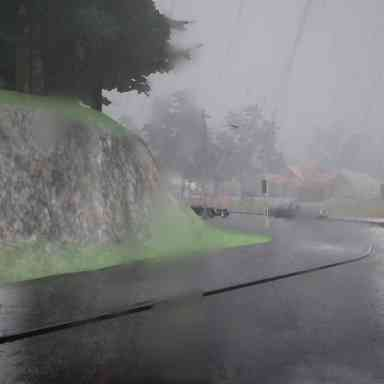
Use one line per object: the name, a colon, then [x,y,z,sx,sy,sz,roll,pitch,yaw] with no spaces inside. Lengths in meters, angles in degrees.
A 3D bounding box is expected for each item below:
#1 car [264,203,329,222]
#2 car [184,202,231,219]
car: [8.245,1.547,26.659,2.033,1.411,5.357,0,0,-30]
car: [1.288,1.601,29.672,1.895,1.301,4.718,0,0,-35]
